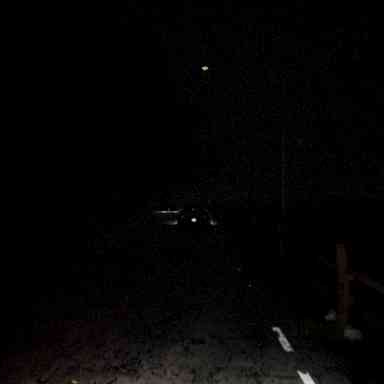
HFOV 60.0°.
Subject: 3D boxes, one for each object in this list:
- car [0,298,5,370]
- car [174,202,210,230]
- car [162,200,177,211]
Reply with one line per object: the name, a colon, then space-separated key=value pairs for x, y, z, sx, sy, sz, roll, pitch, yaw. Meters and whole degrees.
car: x=-2.850 y=1.221 z=0.889 sx=2.150 sy=2.045 sz=5.566 roll=0 pitch=0 yaw=0
car: x=0.109 y=1.573 z=21.068 sx=1.994 sy=1.385 sz=4.181 roll=0 pitch=0 yaw=0
car: x=-2.825 y=1.722 z=43.679 sx=2.033 sy=1.411 sz=5.357 roll=0 pitch=-1 yaw=0
